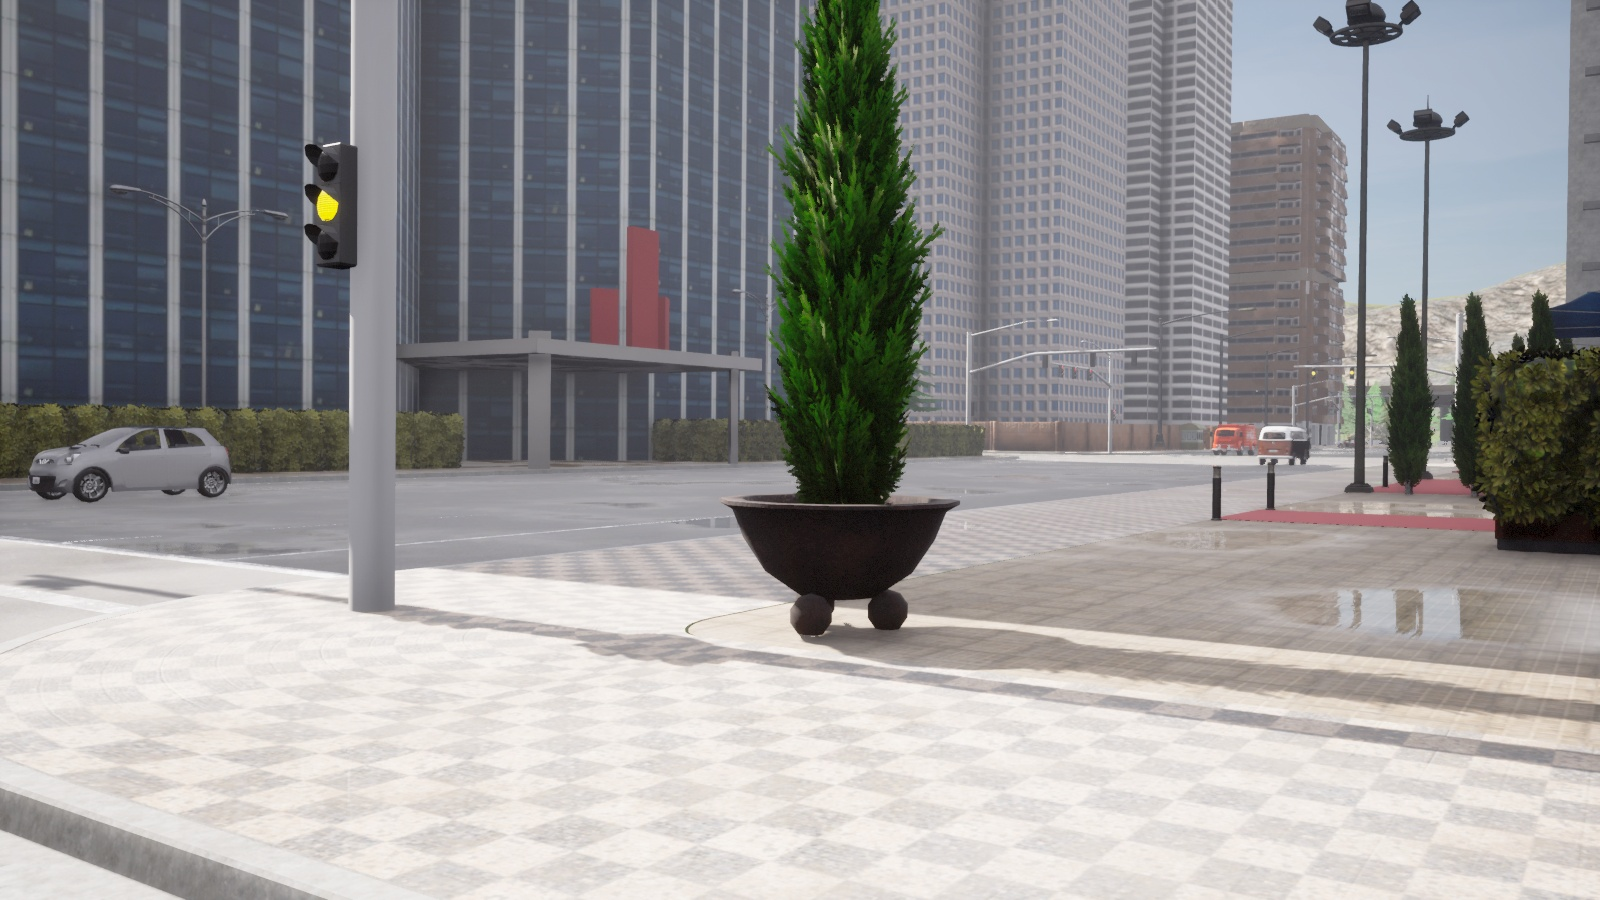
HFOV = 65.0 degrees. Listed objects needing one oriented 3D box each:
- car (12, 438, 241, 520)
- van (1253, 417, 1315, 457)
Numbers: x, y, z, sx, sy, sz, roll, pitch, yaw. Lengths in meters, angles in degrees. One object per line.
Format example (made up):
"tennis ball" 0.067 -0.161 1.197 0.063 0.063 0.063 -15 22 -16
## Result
"car" -13.586 0.520 25.495 1.845 1.501 3.633 0 1 33
"van" 25.669 -0.686 66.541 2.069 2.038 4.480 0 1 35
